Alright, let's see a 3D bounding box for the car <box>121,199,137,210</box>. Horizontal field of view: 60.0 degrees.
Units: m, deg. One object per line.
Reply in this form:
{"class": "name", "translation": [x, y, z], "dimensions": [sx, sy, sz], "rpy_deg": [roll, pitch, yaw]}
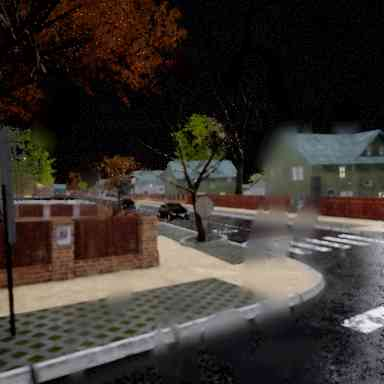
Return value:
{"class": "car", "translation": [-9.444, 1.806, 49.018], "dimensions": [1.837, 1.490, 4.892], "rpy_deg": [-3, 0, -21]}

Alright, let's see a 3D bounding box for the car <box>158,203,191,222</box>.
{"class": "car", "translation": [-1.668, 1.732, 29.449], "dimensions": [1.837, 1.490, 4.892], "rpy_deg": [-3, 1, -22]}
